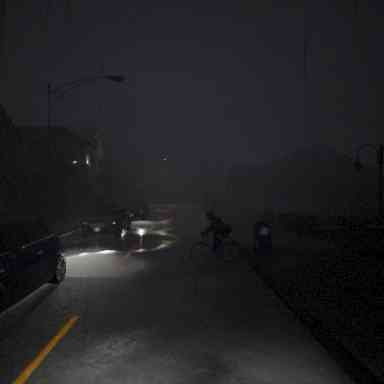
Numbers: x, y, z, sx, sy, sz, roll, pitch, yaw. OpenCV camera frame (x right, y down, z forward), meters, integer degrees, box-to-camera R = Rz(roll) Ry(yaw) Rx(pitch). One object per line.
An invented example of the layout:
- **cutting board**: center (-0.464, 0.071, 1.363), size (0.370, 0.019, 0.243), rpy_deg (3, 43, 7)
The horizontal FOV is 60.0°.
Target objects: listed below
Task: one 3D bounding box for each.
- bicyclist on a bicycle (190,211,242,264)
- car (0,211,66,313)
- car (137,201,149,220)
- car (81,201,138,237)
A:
- **bicyclist on a bicycle**: center (0.735, 1.418, 10.284), size (1.656, 1.620, 0.582), rpy_deg (-1, 0, -1)
- **car**: center (-4.220, 1.349, 6.535), size (2.097, 1.767, 4.553), rpy_deg (0, 0, -1)
- **car**: center (-4.700, 1.517, 28.269), size (1.812, 1.442, 4.674), rpy_deg (0, 0, -1)
- **car**: center (-4.479, 1.486, 17.957), size (2.128, 1.511, 4.902), rpy_deg (0, 0, -1)
